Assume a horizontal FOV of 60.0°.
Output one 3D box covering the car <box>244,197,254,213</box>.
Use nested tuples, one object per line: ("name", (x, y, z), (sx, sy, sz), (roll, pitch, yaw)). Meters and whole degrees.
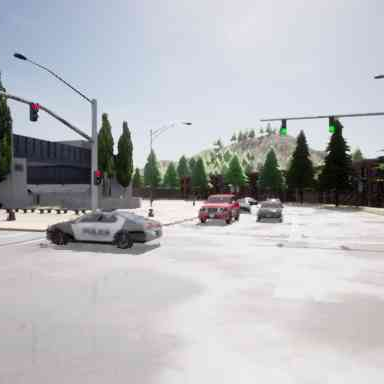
("car", (5.709, 1.546, 37.151), (2.033, 1.411, 5.357), (0, 0, 13))

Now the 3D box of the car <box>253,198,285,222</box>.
("car", (6.320, 1.505, 26.682), (1.837, 1.490, 4.892), (0, 0, 17))

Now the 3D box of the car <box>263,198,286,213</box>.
("car", (9.171, 1.492, 37.486), (2.128, 1.511, 4.902), (0, 0, 10))

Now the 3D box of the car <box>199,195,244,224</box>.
("car", (2.201, 1.221, 25.144), (2.150, 2.045, 5.566), (0, 0, 18))

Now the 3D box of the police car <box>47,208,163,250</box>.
("police car", (-3.820, 1.509, 14.200), (4.974, 1.542, 2.038), (0, 0, 18))

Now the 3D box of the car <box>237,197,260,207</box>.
("car", (9.106, 1.547, 54.175), (2.033, 1.411, 5.357), (0, 0, -12))

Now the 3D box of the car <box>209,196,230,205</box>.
("car", (4.672, 1.477, 57.831), (1.882, 1.535, 5.008), (0, 0, -17))
